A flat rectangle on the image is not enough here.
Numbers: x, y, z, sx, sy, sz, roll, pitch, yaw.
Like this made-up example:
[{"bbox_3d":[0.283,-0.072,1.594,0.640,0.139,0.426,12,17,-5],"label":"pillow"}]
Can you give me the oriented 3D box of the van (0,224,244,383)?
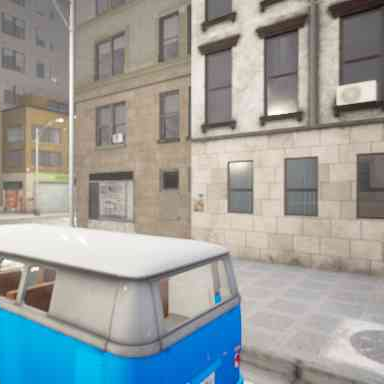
[{"bbox_3d":[-1.399,1.338,3.792,3.998,1.788,1.690,0,0,35],"label":"van"}]
